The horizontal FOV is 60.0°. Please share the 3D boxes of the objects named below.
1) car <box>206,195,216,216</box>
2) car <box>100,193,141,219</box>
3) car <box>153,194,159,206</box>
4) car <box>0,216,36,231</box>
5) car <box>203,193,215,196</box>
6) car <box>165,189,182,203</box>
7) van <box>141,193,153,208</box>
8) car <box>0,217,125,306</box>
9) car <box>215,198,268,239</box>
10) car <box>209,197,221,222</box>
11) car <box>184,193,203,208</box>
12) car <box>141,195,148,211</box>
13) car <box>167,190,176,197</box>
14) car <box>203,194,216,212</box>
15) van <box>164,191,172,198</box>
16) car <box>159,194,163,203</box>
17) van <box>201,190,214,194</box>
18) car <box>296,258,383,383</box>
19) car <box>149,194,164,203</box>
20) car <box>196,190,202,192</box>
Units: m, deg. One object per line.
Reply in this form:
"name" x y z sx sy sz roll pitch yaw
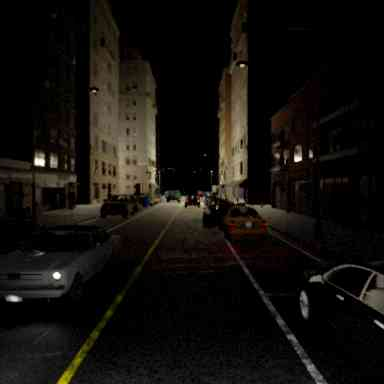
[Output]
"car" 2.674 1.285 32.542 1.947 1.339 4.313 0 0 0
"car" -5.852 1.084 26.861 2.192 1.841 5.009 0 0 0
"car" -5.848 1.146 43.697 1.752 1.417 4.829 0 1 0
"car" -5.856 1.460 9.858 1.887 1.381 4.507 0 0 0
"car" 2.678 1.201 43.881 1.802 1.307 4.206 0 1 0
"car" -2.995 0.736 54.898 2.150 2.045 5.566 0 0 0
"van" -5.850 1.012 38.197 1.690 1.788 3.998 0 0 0
"car" -3.099 1.532 7.994 1.895 1.301 4.718 0 1 0
"car" 2.353 1.315 16.365 1.801 1.575 5.366 0 0 0
"car" 2.673 1.334 26.874 1.947 1.339 4.313 0 0 0
"car" 0.065 1.176 40.466 1.812 1.442 4.674 0 1 0
"car" -5.851 1.271 32.531 2.008 1.369 4.403 0 0 0
"car" -5.837 0.448 93.568 2.192 1.841 5.009 0 1 0
"car" 2.676 1.221 38.211 2.008 1.369 4.403 0 1 0
"van" -5.839 0.587 82.396 1.690 1.788 3.998 0 1 0
"car" -5.847 1.093 49.367 1.752 1.417 4.829 0 1 0
"van" 2.679 0.906 49.549 1.690 1.788 3.998 0 1 0
"car" 2.668 1.514 4.197 2.008 1.369 4.403 0 0 0
"car" -5.845 1.061 55.204 2.008 1.369 4.403 0 1 0
"car" 2.686 0.686 82.413 1.967 1.590 4.097 0 1 0
